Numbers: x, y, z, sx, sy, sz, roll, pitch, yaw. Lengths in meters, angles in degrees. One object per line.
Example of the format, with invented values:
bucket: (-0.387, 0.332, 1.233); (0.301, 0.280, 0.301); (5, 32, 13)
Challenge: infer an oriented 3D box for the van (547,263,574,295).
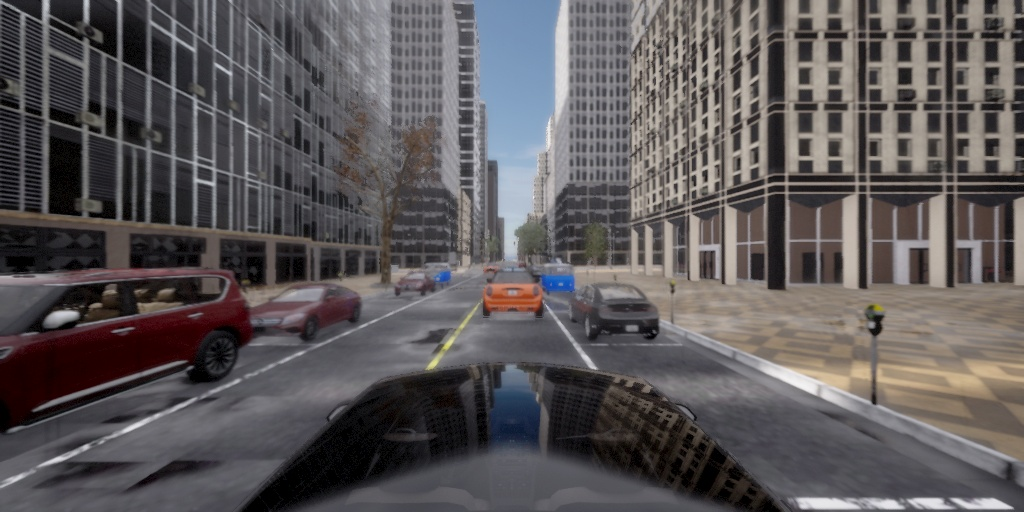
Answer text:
van: (2.689, 1.351, 21.554); (1.690, 1.789, 3.998); (0, 0, 0)

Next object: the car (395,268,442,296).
car: (-5.691, 1.593, 21.554); (1.802, 1.307, 4.207); (0, 0, 0)

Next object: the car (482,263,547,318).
car: (0.046, 1.263, 14.013); (2.097, 1.767, 4.553); (0, -1, 1)

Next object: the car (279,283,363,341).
car: (-5.692, 1.444, 10.187); (1.802, 1.307, 4.207); (0, 0, 0)

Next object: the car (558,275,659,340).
car: (2.689, 1.412, 10.187); (2.007, 1.370, 4.403); (0, 0, 0)

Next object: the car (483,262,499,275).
car: (-3.043, 1.763, 52.977); (2.097, 1.767, 4.553); (0, -1, 0)

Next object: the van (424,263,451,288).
van: (-5.690, 1.425, 27.237); (1.690, 1.789, 3.998); (0, 0, 0)

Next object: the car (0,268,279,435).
car: (-5.692, 1.102, 4.504); (2.192, 1.841, 5.009); (0, 0, 0)
